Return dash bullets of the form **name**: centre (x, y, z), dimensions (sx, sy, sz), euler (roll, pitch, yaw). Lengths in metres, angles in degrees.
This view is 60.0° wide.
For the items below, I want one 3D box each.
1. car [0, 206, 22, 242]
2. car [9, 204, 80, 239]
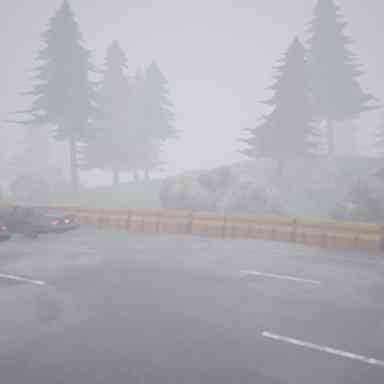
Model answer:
- **car**: centre (-9.160, 1.304, 12.180), dimensions (5.357, 1.411, 2.033), euler (1, 1, 22)
- **car**: centre (-7.789, 1.274, 15.400), dimensions (5.357, 1.411, 2.033), euler (1, 1, 22)
